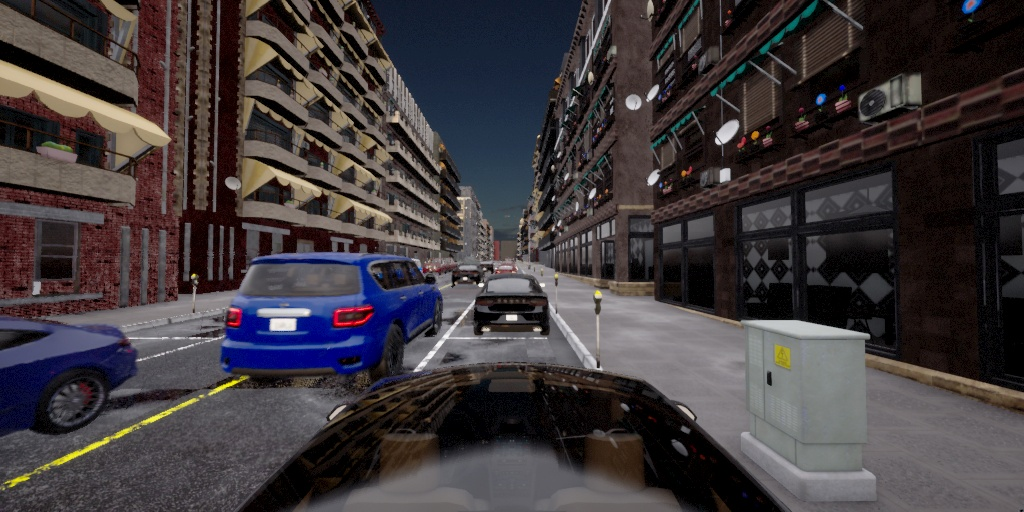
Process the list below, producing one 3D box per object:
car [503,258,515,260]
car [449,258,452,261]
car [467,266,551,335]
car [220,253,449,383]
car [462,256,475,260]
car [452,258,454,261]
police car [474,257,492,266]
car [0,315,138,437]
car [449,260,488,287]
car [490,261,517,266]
[{"bbox_3d":[-0.448,1.240,39.134,1.967,1.591,4.097,0,0,0],"label":"car"},{"bbox_3d":[-8.338,1.115,39.194,2.192,1.841,5.009,0,0,0],"label":"car"},{"bbox_3d":[-0.006,1.232,10.503,1.882,1.535,5.008,0,0,0],"label":"car"},{"bbox_3d":[-2.920,0.974,7.257,2.150,2.045,5.566,0,0,0],"label":"car"},{"bbox_3d":[-5.774,1.084,48.615,2.150,2.045,5.566,0,0,0],"label":"car"},{"bbox_3d":[-8.338,1.128,44.724,2.192,1.841,5.009,0,0,0],"label":"car"},{"bbox_3d":[-3.024,1.232,42.386,1.930,1.638,5.238,0,0,0],"label":"police car"},{"bbox_3d":[-5.872,1.276,2.823,1.812,1.442,4.674,0,0,0],"label":"car"},{"bbox_3d":[-2.922,1.248,24.774,1.882,1.535,5.008,0,0,0],"label":"car"},{"bbox_3d":[-0.454,1.322,28.072,1.888,1.381,4.507,0,0,0],"label":"car"}]
